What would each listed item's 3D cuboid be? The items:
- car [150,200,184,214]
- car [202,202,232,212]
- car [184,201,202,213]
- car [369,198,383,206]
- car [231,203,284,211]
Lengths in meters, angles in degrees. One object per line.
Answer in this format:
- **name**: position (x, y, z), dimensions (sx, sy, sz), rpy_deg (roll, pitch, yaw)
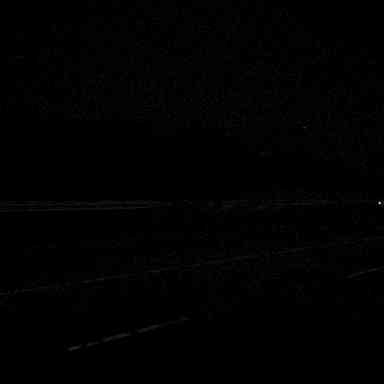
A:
- **car**: position (-1.722, 1.600, 32.856), dimensions (5.008, 1.535, 1.882), rpy_deg (1, 0, -35)
- **car**: position (3.426, 1.659, 27.930), dimensions (4.674, 1.442, 1.812), rpy_deg (1, 0, -35)
- **car**: position (2.254, 1.689, 31.395), dimensions (5.357, 1.411, 2.033), rpy_deg (1, 0, -35)
- **car**: position (32.323, 1.823, 57.029), dimensions (4.553, 1.767, 2.097), rpy_deg (1, 0, -35)
- **car**: position (5.482, 1.659, 25.098), dimensions (4.674, 1.442, 1.812), rpy_deg (1, 0, -35)
